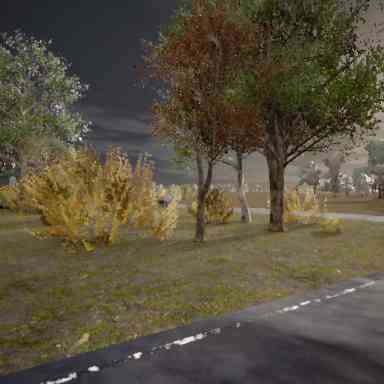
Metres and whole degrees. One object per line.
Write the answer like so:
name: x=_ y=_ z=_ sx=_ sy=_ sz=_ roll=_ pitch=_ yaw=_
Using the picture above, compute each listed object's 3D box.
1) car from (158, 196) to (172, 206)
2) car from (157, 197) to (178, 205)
car: x=-4.428 y=1.453 z=57.259 sx=2.097 sy=1.767 sz=4.553 roll=1 pitch=0 yaw=-34
car: x=-4.712 y=1.693 z=63.082 sx=1.895 sy=1.301 sz=4.718 roll=1 pitch=0 yaw=-34
